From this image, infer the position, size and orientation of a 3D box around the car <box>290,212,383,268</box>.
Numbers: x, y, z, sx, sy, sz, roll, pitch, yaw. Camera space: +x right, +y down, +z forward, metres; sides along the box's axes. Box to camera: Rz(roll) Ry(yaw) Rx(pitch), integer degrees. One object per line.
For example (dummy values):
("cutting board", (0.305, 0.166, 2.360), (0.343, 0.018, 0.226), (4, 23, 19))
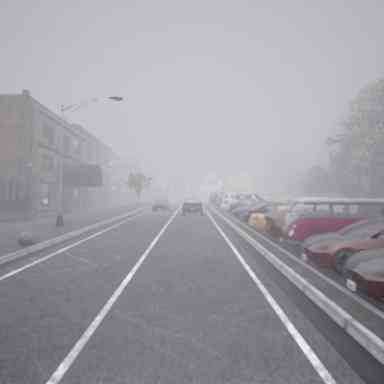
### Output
("car", (5.601, 1.460, 9.533), (4.792, 1.488, 2.163), (0, 0, 0))

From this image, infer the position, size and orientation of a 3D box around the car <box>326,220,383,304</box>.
("car", (5.608, 1.473, 6.730), (4.792, 1.488, 2.163), (0, 0, 0))

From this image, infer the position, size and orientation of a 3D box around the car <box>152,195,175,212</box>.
("car", (-3.388, 1.428, 37.866), (2.033, 1.411, 5.357), (0, 0, 0))

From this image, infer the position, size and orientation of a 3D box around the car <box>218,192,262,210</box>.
("car", (5.604, 1.104, 31.955), (5.566, 2.045, 2.435), (0, 0, 0))

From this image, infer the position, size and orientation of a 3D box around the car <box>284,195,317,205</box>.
("car", (18.621, 1.349, 57.186), (5.008, 1.535, 2.097), (0, 0, 0))

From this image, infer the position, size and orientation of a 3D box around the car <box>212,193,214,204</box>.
("car", (5.515, 1.211, 45.974), (4.553, 1.767, 2.185), (0, 0, 0))

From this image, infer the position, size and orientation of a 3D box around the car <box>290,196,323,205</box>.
("car", (18.619, 1.382, 54.399), (4.674, 1.452, 2.002), (0, 0, 0))

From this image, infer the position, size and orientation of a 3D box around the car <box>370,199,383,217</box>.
("car", (18.691, 1.389, 29.337), (4.792, 1.488, 2.163), (0, 0, 0))

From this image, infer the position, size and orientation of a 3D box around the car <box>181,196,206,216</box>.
("car", (0.061, 1.367, 31.511), (1.882, 1.535, 5.008), (0, -1, 0))

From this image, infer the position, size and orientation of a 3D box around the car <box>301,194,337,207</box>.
("car", (18.591, 1.211, 48.830), (4.553, 1.767, 2.185), (0, 0, 0))

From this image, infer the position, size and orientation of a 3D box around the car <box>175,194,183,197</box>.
("car", (-3.334, 1.134, 79.651), (2.097, 1.767, 4.553), (0, 0, 0))

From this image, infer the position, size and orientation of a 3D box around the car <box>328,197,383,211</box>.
("car", (18.457, 1.345, 37.692), (5.366, 1.575, 1.946), (0, 0, 0))

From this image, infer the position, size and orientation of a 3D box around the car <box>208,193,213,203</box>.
("car", (5.571, 1.085, 48.775), (5.566, 2.045, 2.435), (0, 0, 0))

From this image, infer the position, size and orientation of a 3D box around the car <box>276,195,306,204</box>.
("car", (18.608, 1.375, 62.754), (5.008, 1.535, 2.097), (0, 0, 0))

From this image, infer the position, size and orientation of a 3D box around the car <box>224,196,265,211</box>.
("car", (5.578, 1.360, 29.148), (4.892, 1.521, 2.231), (0, 0, 0))

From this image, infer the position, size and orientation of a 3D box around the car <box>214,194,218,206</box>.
("car", (5.551, 1.345, 40.366), (4.892, 1.521, 2.231), (0, 0, 0))

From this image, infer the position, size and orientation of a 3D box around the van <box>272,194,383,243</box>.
("van", (5.507, 1.192, 12.335), (4.442, 1.987, 1.878), (0, 0, 0))

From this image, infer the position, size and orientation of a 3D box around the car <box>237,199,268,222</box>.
("car", (5.598, 1.381, 20.743), (5.008, 1.535, 2.097), (0, 0, 0))

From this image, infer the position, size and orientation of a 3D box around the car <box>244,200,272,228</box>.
("car", (5.795, 1.390, 17.943), (5.366, 1.575, 1.946), (0, 0, 0))

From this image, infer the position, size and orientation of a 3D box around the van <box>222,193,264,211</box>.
("van", (5.679, 1.122, 37.563), (4.442, 1.987, 1.878), (0, 0, 0))

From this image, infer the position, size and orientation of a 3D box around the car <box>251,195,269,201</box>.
("car", (18.602, 1.646, 91.238), (4.674, 1.452, 2.002), (0, 0, 0))

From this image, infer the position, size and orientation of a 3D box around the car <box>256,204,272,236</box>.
("car", (5.646, 1.435, 15.140), (4.792, 1.488, 2.163), (0, 0, 0))

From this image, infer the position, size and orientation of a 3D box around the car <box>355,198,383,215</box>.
("car", (18.626, 1.385, 32.122), (4.792, 1.488, 2.163), (0, 0, 0))

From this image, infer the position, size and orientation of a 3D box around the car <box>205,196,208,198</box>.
("car", (5.564, 1.099, 57.185), (5.566, 2.045, 2.435), (0, 0, 0))

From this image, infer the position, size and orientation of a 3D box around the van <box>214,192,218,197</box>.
("van", (5.435, 1.115, 43.169), (4.442, 1.987, 1.878), (0, 0, 0))

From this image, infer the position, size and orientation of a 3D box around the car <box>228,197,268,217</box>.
("car", (5.560, 1.394, 26.351), (4.792, 1.488, 2.163), (0, 0, 0))

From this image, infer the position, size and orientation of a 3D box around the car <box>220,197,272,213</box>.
("car", (5.564, 1.351, 34.759), (5.008, 1.535, 2.097), (0, 0, 0))

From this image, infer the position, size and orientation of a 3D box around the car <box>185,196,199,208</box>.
("car", (-0.021, 1.376, 47.425), (1.837, 1.490, 4.892), (0, 0, 0))
